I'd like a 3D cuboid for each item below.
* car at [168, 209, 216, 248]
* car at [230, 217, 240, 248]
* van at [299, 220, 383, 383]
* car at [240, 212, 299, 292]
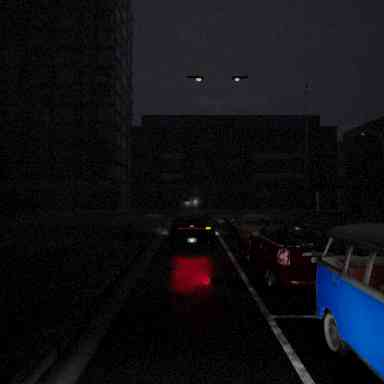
[{"bbox_3d":[0.000,1.521,14.650,1.837,1.490,4.892,0,0,0],"label":"car"},{"bbox_3d":[2.643,1.529,14.509,1.752,1.417,4.829,0,0,0],"label":"car"},{"bbox_3d":[2.644,1.339,3.463,1.690,1.788,3.998,0,0,0],"label":"van"},{"bbox_3d":[2.643,1.440,8.901,1.967,1.590,4.097,0,0,0],"label":"car"}]
